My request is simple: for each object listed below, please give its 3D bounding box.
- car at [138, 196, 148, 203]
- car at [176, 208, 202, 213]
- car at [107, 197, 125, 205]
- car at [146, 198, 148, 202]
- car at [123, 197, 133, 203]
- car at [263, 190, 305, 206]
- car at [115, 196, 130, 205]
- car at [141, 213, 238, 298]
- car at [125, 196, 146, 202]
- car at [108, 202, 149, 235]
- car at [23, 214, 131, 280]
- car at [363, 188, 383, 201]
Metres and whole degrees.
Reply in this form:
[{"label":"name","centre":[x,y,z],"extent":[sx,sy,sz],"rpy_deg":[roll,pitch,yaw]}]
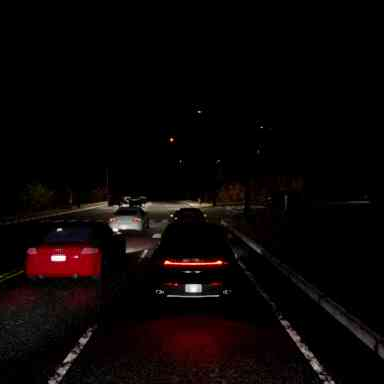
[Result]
[{"label":"car","centre":[-10.828,1.695,73.414],"extent":[2.128,1.511,4.902],"rpy_deg":[0,0,-7]},{"label":"car","centre":[-0.180,1.561,17.899],"extent":[2.033,1.411,5.357],"rpy_deg":[0,0,-2]},{"label":"car","centre":[-12.129,1.616,52.938],"extent":[1.812,1.442,4.674],"rpy_deg":[0,0,-5]},{"label":"car","centre":[-9.643,1.686,61.673],"extent":[1.994,1.385,4.181],"rpy_deg":[0,0,-6]},{"label":"car","centre":[-14.089,1.722,73.311],"extent":[1.994,1.385,4.181],"rpy_deg":[0,0,-7]},{"label":"car","centre":[10.497,0.643,38.305],"extent":[4.553,1.767,2.097],"rpy_deg":[-3,0,-2]},{"label":"car","centre":[-12.931,1.614,62.036],"extent":[2.128,1.511,4.902],"rpy_deg":[0,0,-5]},{"label":"car","centre":[0.013,1.509,8.491],"extent":[1.837,1.490,4.892],"rpy_deg":[0,0,0]},{"label":"car","centre":[-8.813,1.579,52.273],"extent":[2.128,1.511,4.902],"rpy_deg":[0,0,-5]},{"label":"car","centre":[-3.479,1.540,18.768],"extent":[1.812,1.442,4.674],"rpy_deg":[0,0,-3]},{"label":"car","centre":[-3.259,1.570,10.023],"extent":[1.994,1.385,4.181],"rpy_deg":[0,0,-1]},{"label":"car","centre":[22.479,0.271,38.839],"extent":[4.674,1.442,1.812],"rpy_deg":[-3,0,-3]}]
